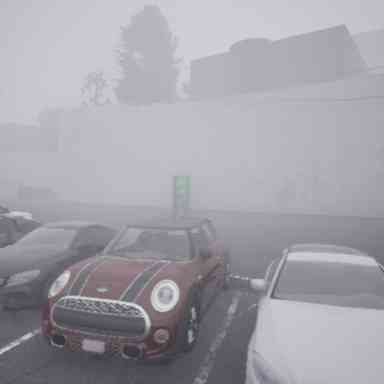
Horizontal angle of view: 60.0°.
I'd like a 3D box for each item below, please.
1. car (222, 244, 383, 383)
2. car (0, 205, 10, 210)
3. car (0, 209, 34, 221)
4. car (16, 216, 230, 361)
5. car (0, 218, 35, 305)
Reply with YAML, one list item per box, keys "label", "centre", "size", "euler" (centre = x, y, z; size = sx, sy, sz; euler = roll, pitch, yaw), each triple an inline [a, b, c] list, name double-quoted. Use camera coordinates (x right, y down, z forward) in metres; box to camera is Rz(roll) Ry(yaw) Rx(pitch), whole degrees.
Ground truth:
- label: "car"
  centre: [1.828, 1.519, 4.498]
  size: [2.002, 1.452, 4.674]
  euler: [1, 0, 16]
- label: "car"
  centre: [-7.942, 1.105, 11.499]
  size: [2.435, 2.045, 5.566]
  euler: [1, 0, 15]
- label: "car"
  centre: [-5.505, 1.423, 9.757]
  size: [2.163, 1.488, 4.792]
  euler: [1, 0, 15]
- label: "car"
  centre: [-0.605, 1.329, 6.269]
  size: [2.185, 1.767, 4.553]
  euler: [1, 0, 16]
- label: "car"
  centre: [-3.056, 1.470, 7.982]
  size: [2.002, 1.452, 4.674]
  euler: [1, 0, 16]
